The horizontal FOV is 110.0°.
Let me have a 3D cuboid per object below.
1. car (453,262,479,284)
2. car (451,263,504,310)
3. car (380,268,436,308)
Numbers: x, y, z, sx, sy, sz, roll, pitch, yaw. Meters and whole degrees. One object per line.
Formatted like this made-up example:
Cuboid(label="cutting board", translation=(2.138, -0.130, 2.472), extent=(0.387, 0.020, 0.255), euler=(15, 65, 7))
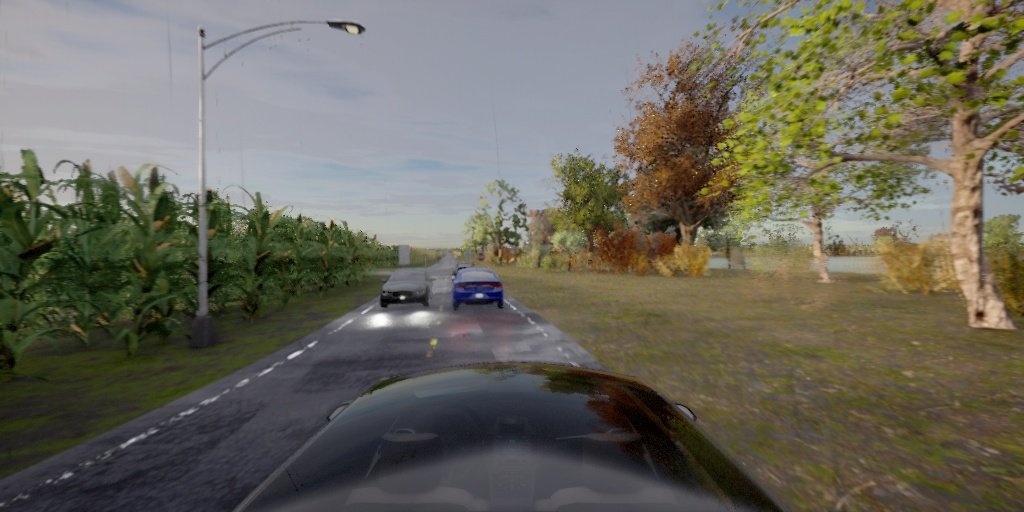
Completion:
Cuboid(label="car", translation=(-3.744, 1.274, 28.418), extent=(1.837, 1.490, 4.892), euler=(0, 0, -10))
Cuboid(label="car", translation=(-1.508, 1.240, 14.996), extent=(1.882, 1.535, 5.008), euler=(0, 0, -9))
Cuboid(label="car", translation=(-4.410, 1.300, 15.550), extent=(1.837, 1.490, 4.892), euler=(0, 0, -10))
